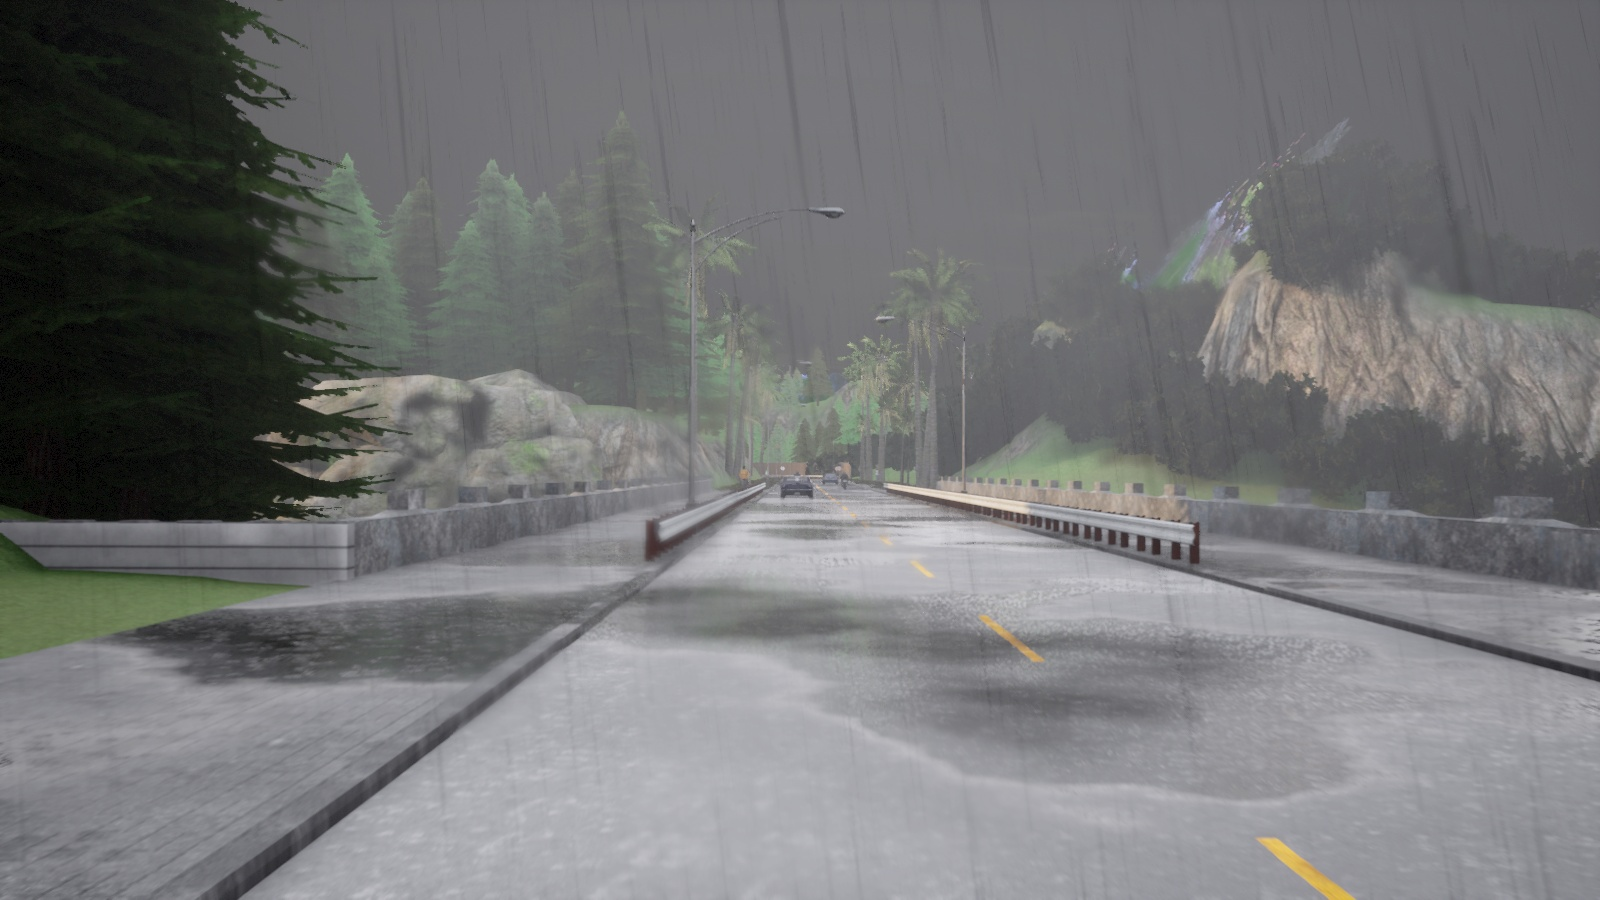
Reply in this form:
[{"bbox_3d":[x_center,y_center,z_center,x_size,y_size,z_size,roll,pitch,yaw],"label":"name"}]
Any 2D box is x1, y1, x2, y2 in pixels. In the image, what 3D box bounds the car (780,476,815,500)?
[{"bbox_3d":[-0.150,2.096,70.515,1.895,1.301,4.718,0,-1,0],"label":"car"}]
